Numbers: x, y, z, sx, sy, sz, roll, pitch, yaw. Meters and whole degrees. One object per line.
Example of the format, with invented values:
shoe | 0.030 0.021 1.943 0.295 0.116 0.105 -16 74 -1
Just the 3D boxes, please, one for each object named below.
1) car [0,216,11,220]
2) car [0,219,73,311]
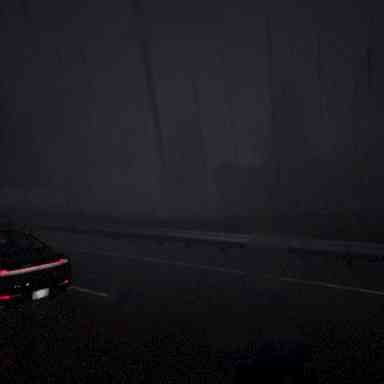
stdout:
car | -8.797 1.636 13.755 4.718 1.301 1.895 0 0 31
car | -4.579 1.510 6.939 4.902 1.511 2.128 0 0 33
